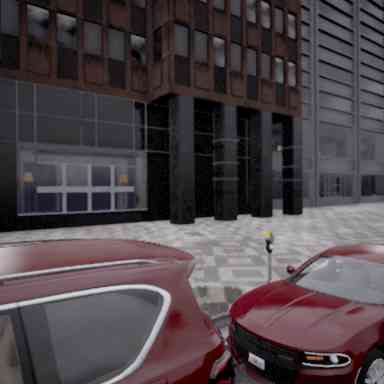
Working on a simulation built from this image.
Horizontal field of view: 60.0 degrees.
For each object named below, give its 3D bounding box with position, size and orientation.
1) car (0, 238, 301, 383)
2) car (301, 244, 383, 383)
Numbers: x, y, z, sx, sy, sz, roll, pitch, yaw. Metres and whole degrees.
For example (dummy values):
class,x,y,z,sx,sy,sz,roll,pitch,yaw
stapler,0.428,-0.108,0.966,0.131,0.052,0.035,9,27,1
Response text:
class,x,y,z,sx,sy,sz,roll,pitch,yaw
car,-1.999,1.327,1.547,5.009,1.841,2.192,-1,1,-36
car,2.499,1.480,4.761,4.507,1.381,1.887,-1,1,-36
